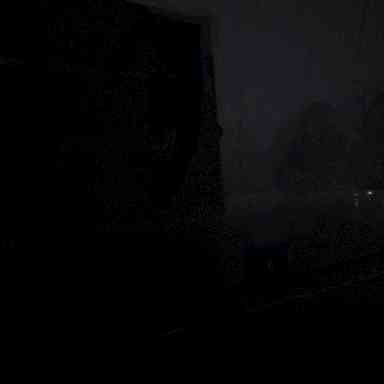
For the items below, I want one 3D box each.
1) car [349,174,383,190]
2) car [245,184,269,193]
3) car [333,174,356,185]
[{"bbox_3d":[20.255,-1.109,37.747,4.892,1.490,1.837,-7,3,-40],"label":"car"},{"bbox_3d":[10.843,-0.617,55.902,1.994,1.385,4.181,-6,0,-30],"label":"car"},{"bbox_3d":[22.556,-1.800,47.158,4.892,1.490,1.837,-3,6,31],"label":"car"}]
